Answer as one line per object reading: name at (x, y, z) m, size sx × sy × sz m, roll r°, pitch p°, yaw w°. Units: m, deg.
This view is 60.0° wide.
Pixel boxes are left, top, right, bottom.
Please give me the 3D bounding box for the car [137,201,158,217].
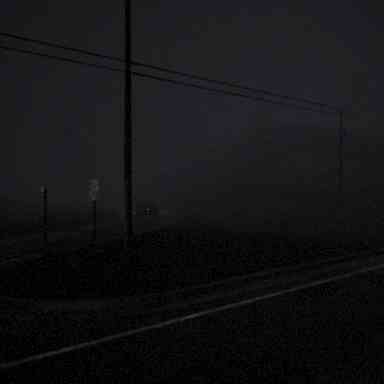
car at (-4.295, 1.572, 32.117) m, size 1.994 × 1.385 × 4.181 m, roll 0°, pitch 0°, yaw -9°
